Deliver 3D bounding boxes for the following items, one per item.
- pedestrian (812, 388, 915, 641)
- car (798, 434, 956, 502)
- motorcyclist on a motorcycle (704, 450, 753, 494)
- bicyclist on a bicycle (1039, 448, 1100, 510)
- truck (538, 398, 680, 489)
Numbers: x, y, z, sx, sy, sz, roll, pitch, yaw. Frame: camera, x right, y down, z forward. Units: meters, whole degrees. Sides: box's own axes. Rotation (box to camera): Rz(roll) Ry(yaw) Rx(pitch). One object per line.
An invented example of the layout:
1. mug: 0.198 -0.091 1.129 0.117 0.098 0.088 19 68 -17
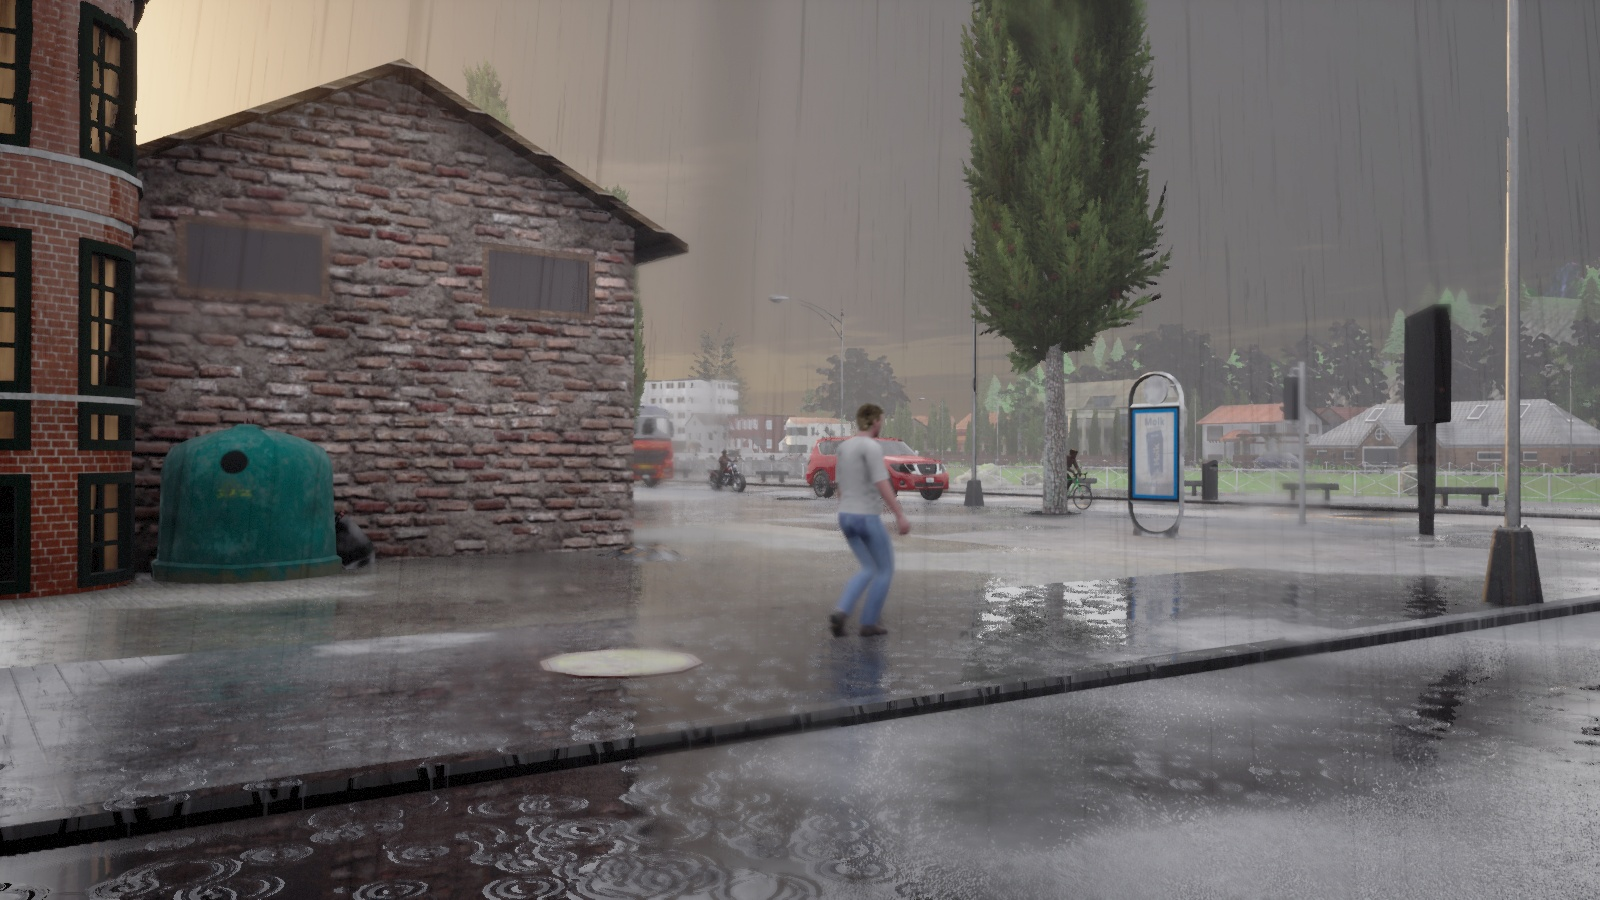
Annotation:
1. pedestrian: 0.482 0.469 9.477 0.706 1.836 0.354 0 0 -38
2. car: 2.399 0.558 40.786 2.150 2.045 5.566 0 0 -35
3. motorcyclist on a motorcycle: -2.771 0.819 48.197 0.766 1.649 2.350 0 0 -35
4. bicyclist on a bicycle: 7.248 0.765 33.830 0.582 1.620 1.656 0 0 -35
5. truck: -8.786 -0.263 56.822 2.891 3.827 8.468 0 0 -35
